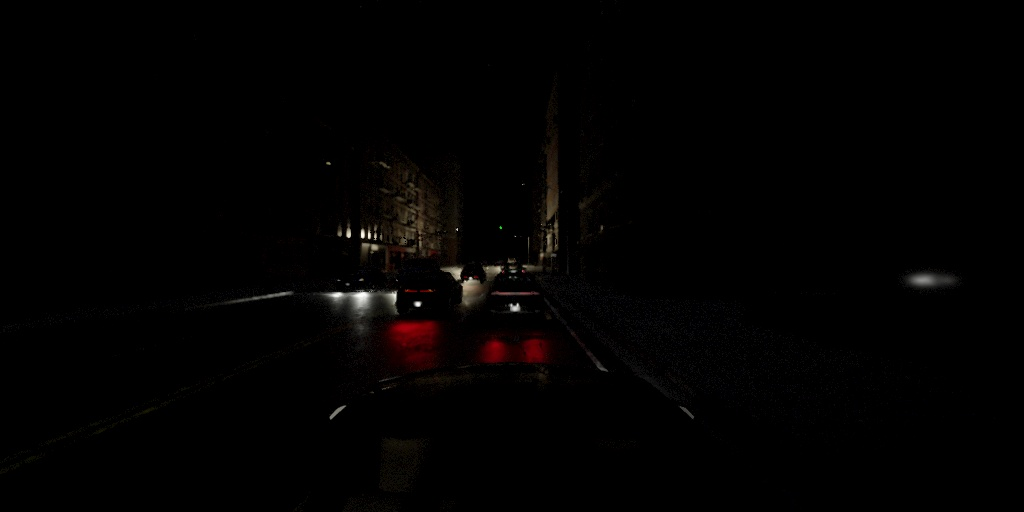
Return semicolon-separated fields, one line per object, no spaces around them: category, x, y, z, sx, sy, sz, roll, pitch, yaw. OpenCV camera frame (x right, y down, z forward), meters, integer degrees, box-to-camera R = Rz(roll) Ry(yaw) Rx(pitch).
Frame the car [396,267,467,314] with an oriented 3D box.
car;-3.157;1.356;14.444;1.837;1.490;4.892;0;0;0

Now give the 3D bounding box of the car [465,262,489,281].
car;-3.166;1.475;29.905;1.837;1.490;4.892;0;-1;0

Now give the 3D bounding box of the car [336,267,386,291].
car;-9.847;1.449;23.824;1.812;1.442;4.674;0;-1;0

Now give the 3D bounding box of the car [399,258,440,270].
car;-6.598;1.163;25.992;2.150;2.045;5.566;0;-1;0

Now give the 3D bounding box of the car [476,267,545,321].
car;0.094;1.331;12.898;2.128;1.511;4.902;0;0;0

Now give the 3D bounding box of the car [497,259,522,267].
car;0.084;1.317;29.234;2.097;1.767;4.553;0;0;0
